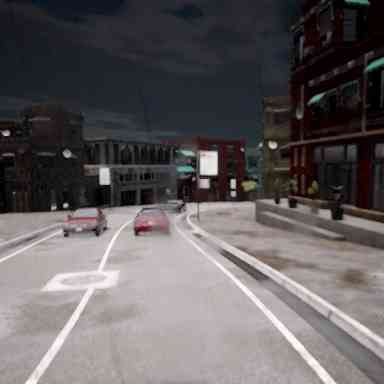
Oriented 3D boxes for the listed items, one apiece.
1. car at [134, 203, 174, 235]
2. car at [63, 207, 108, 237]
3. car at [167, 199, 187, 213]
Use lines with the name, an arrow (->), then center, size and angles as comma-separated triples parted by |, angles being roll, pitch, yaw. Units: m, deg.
car -> -2.328, 1.600, 19.430 | 1.994, 1.385, 4.181 | -1, 0, -6
car -> -5.918, 1.618, 18.846 | 1.812, 1.442, 4.674 | -1, 0, -7
car -> -1.824, 1.612, 38.549 | 2.128, 1.511, 4.902 | 1, 0, 11
